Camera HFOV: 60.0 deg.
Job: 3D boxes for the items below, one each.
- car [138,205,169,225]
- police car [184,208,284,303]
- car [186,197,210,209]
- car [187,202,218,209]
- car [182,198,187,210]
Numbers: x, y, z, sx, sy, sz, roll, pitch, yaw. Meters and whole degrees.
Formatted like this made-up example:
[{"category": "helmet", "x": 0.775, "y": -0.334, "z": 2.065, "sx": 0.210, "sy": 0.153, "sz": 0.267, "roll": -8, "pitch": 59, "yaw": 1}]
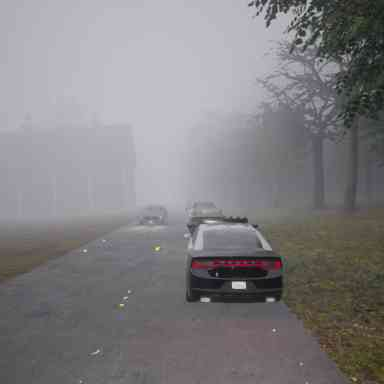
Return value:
[{"category": "car", "x": -2.756, "y": 1.650, "z": 24.974, "sx": 2.033, "sy": 1.411, "sz": 5.357, "roll": 0, "pitch": 0, "yaw": 0}, {"category": "police car", "x": 0.823, "y": 1.438, "z": 8.418, "sx": 1.930, "sy": 1.638, "sz": 5.238, "roll": 0, "pitch": 0, "yaw": 0}, {"category": "car", "x": 0.819, "y": 1.449, "z": 24.285, "sx": 2.097, "sy": 1.767, "sz": 4.553, "roll": 0, "pitch": 0, "yaw": 0}, {"category": "car", "x": 0.821, "y": 1.534, "z": 18.311, "sx": 1.882, "sy": 1.535, "sz": 5.008, "roll": 0, "pitch": 0, "yaw": 0}, {"category": "car", "x": 0.018, "y": 1.831, "z": 45.682, "sx": 2.033, "sy": 1.411, "sz": 5.357, "roll": 0, "pitch": -1, "yaw": 1}]
